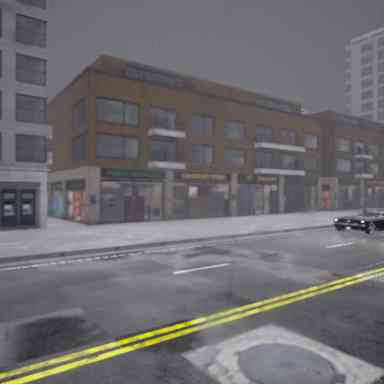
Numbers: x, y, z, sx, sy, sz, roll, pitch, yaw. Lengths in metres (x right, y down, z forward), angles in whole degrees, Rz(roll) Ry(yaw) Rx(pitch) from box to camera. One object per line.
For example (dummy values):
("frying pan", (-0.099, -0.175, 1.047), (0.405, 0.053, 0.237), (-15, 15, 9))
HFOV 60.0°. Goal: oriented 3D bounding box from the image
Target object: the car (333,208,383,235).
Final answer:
("car", (10.041, 1.592, 18.829), (4.718, 1.301, 1.895), (0, 0, -35))
